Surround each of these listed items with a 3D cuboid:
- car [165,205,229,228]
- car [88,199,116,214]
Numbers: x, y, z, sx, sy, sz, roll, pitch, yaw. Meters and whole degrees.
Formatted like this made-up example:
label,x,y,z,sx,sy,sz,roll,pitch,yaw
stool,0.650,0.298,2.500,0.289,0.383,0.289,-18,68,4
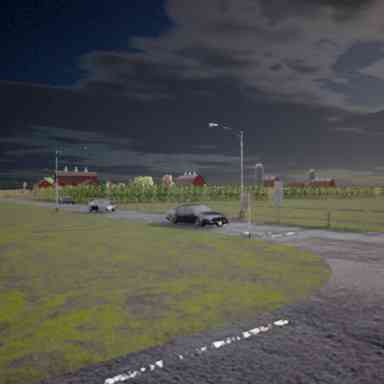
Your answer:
label,x,y,z,sx,sy,sz,roll,pitch,yaw
car,0.174,1.591,23.009,2.033,1.411,5.357,-1,0,-37
car,-10.048,1.561,37.054,2.128,1.511,4.902,-1,0,-35
